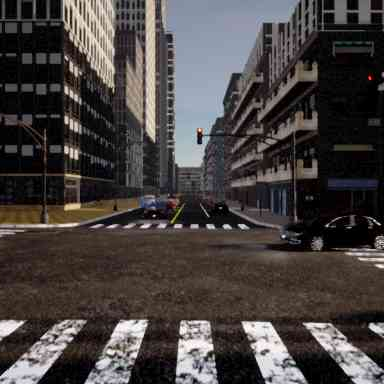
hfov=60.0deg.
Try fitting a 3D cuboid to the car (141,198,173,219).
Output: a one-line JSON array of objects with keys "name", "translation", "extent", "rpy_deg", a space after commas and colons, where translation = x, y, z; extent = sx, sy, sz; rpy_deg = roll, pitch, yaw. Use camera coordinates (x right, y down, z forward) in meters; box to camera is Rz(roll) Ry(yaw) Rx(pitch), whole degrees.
[{"name": "car", "translation": [-3.076, 1.546, 29.719], "extent": [2.033, 1.411, 5.357], "rpy_deg": [0, 0, 0]}]

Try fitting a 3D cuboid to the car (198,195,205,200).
[{"name": "car", "translation": [2.766, 1.581, 94.695], "extent": [1.947, 1.339, 4.313], "rpy_deg": [0, 0, 0]}]

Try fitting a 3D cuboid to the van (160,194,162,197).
[{"name": "van", "translation": [-5.638, 1.347, 66.429], "extent": [1.690, 1.788, 3.998], "rpy_deg": [0, 0, 0]}]

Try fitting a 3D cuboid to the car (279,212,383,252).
[{"name": "car", "translation": [6.162, 1.646, 14.199], "extent": [4.892, 1.490, 1.837], "rpy_deg": [1, 0, -11]}]

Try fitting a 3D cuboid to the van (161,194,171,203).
[{"name": "van", "translation": [-5.633, 1.348, 72.084], "extent": [1.690, 1.788, 3.998], "rpy_deg": [0, 0, 0]}]

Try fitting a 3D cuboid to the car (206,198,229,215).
[{"name": "car", "translation": [2.717, 1.565, 33.839], "extent": [1.947, 1.339, 4.313], "rpy_deg": [0, 0, 0]}]

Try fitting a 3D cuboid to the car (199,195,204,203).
[{"name": "car", "translation": [2.738, 1.555, 60.769], "extent": [2.008, 1.369, 4.403], "rpy_deg": [0, 0, 0]}]

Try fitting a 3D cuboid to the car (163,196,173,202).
[{"name": "car", "translation": [-5.628, 1.560, 77.738], "extent": [2.008, 1.369, 4.403], "rpy_deg": [0, 0, 0]}]

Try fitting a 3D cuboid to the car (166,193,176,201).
[{"name": "car", "translation": [-5.619, 1.328, 89.047], "extent": [2.192, 1.841, 5.009], "rpy_deg": [0, 0, 0]}]

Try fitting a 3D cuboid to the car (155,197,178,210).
[{"name": "car", "translation": [-3.063, 1.601, 39.934], "extent": [1.895, 1.301, 4.718], "rpy_deg": [0, 0, 0]}]

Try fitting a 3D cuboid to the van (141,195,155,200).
[{"name": "van", "translation": [-5.657, 1.342, 43.812], "extent": [1.690, 1.788, 3.998], "rpy_deg": [0, 0, 0]}]

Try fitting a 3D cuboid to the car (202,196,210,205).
[{"name": "car", "translation": [2.724, 1.545, 43.806], "extent": [1.887, 1.381, 4.507], "rpy_deg": [0, 0, 0]}]

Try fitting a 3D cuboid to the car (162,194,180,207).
[{"name": "car", "translation": [-3.042, 1.354, 51.583], "extent": [2.097, 1.767, 4.553], "rpy_deg": [0, 0, 0]}]
